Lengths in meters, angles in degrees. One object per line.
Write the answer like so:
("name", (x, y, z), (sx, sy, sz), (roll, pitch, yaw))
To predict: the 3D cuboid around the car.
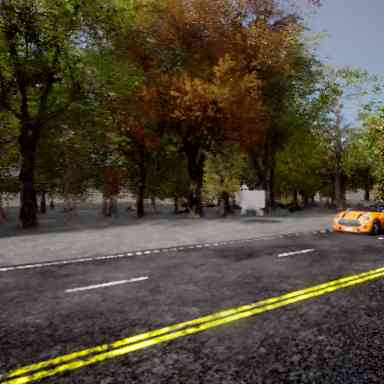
("car", (9.992, 1.339, 18.680), (4.553, 1.767, 2.097), (0, 0, -36))
